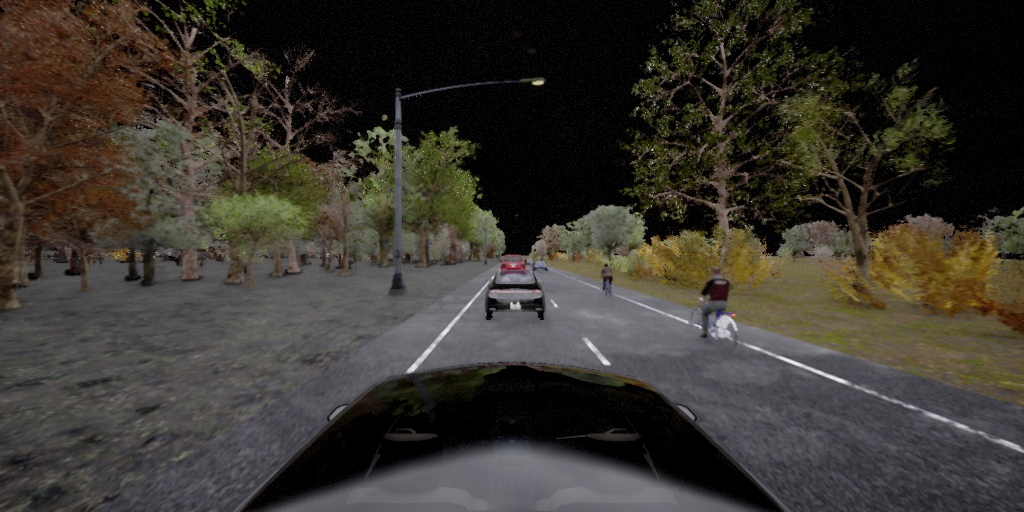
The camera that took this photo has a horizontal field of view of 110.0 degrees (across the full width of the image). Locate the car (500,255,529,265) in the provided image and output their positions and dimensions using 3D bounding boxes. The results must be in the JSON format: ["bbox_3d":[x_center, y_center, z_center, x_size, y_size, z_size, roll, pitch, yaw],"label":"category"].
[{"bbox_3d":[0.108,0.924,31.803,2.150,2.045,5.566,0,0,0],"label":"car"}]

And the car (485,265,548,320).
[{"bbox_3d":[0.103,1.225,12.596,2.128,1.511,4.902,0,0,0],"label":"car"}]

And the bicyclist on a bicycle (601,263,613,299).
[{"bbox_3d":[4.470,1.179,16.875,0.582,1.620,1.656,0,0,0],"label":"bicyclist on a bicycle"}]

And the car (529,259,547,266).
[{"bbox_3d":[3.614,1.226,47.398,2.033,1.411,5.357,0,0,0],"label":"car"}]

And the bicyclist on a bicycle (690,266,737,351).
[{"bbox_3d":[4.468,1.111,8.063,0.659,1.776,1.843,0,0,0],"label":"bicyclist on a bicycle"}]
